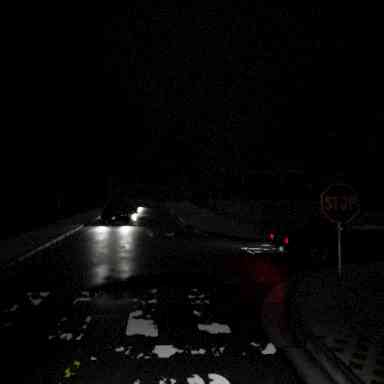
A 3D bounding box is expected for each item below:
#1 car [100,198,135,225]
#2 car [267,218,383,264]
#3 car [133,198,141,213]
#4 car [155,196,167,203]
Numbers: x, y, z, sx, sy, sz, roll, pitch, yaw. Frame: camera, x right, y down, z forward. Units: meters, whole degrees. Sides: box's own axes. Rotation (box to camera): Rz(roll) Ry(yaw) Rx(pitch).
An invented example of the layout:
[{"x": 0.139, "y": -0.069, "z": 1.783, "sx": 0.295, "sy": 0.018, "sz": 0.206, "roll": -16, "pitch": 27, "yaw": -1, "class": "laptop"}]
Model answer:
[{"x": -5.307, "y": 1.430, "z": 23.625, "sx": 1.837, "sy": 1.490, "sz": 4.892, "roll": 0, "pitch": 0, "yaw": -7, "class": "car"}, {"x": 5.063, "y": 1.570, "z": 10.995, "sx": 4.718, "sy": 1.301, "sz": 1.895, "roll": 1, "pitch": -3, "yaw": -7, "class": "car"}, {"x": -6.768, "y": 1.363, "z": 35.384, "sx": 1.882, "sy": 1.535, "sz": 5.008, "roll": 0, "pitch": 0, "yaw": -7, "class": "car"}, {"x": -6.201, "y": 1.464, "z": 66.677, "sx": 1.812, "sy": 1.442, "sz": 4.674, "roll": 0, "pitch": 0, "yaw": 3, "class": "car"}]
